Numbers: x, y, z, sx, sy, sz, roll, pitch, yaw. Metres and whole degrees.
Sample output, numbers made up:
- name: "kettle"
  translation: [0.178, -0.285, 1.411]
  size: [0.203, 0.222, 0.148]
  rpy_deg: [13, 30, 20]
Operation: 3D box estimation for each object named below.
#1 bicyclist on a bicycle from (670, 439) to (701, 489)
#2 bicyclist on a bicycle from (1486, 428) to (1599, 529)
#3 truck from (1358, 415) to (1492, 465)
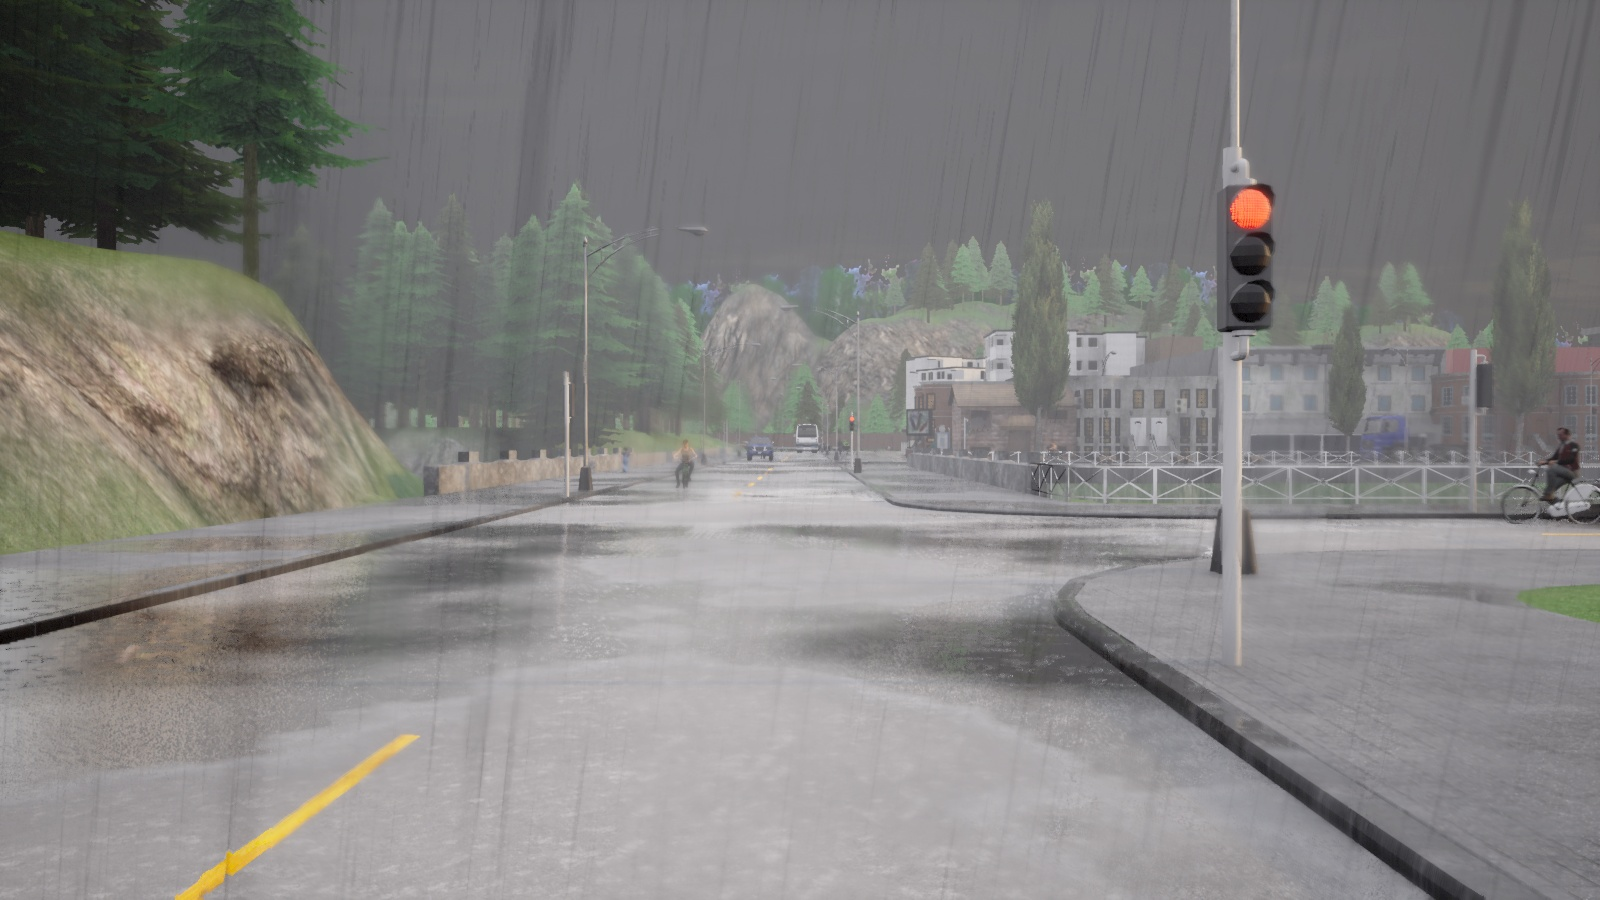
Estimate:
- name: "bicyclist on a bicycle"
  translation: [-3.753, 0.448, 41.180]
  size: [0.866, 1.612, 1.509]
  rpy_deg: [0, 0, 0]
- name: "bicyclist on a bicycle"
  translation: [13.331, 0.501, 22.373]
  size: [1.843, 1.776, 0.659]
  rpy_deg: [0, 0, 0]
- name: "truck"
  translation: [43.627, -0.696, 87.858]
  size: [7.936, 3.462, 2.891]
  rpy_deg: [0, 0, 0]
